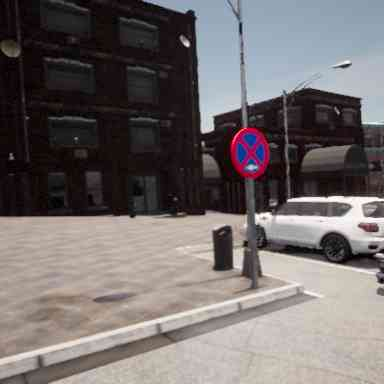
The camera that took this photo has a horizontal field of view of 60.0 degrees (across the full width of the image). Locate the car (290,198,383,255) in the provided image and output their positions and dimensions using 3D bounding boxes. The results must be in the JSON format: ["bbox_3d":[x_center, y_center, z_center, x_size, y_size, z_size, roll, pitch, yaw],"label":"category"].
[{"bbox_3d":[6.719,1.317,13.750,2.185,1.767,4.553,0,0,-35],"label":"car"}]

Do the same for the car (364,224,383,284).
[{"bbox_3d":[6.639,1.519,8.109,5.357,1.411,2.033,0,0,-35],"label":"car"}]
